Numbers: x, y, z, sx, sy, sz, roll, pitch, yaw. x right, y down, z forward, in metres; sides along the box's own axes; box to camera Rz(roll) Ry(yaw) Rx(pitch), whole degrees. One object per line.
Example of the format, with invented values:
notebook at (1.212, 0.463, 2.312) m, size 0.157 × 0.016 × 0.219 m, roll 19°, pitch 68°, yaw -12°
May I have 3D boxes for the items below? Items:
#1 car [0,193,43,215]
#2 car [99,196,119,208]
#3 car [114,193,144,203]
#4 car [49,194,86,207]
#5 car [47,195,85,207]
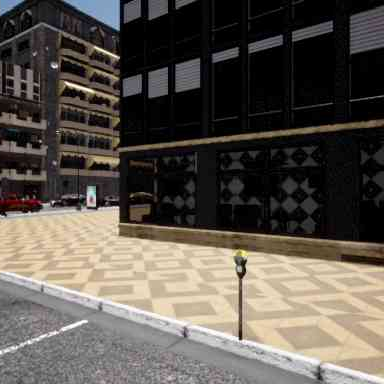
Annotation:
car at (-15.576, 1.027, 28.763) m, size 2.192 × 1.841 × 5.009 m, roll 1°, pitch 2°, yaw 35°
car at (-9.205, 1.070, 37.851) m, size 1.947 × 1.339 × 4.313 m, roll 1°, pitch 2°, yaw 35°
car at (-9.730, 0.831, 51.692) m, size 2.008 × 1.369 × 4.403 m, roll 2°, pitch 2°, yaw 35°
car at (-14.593, 1.006, 40.274) m, size 2.128 × 1.511 × 4.902 m, roll 0°, pitch 1°, yaw 35°
car at (-16.101, 1.072, 42.613) m, size 1.802 × 1.307 × 4.206 m, roll 1°, pitch 2°, yaw 35°
